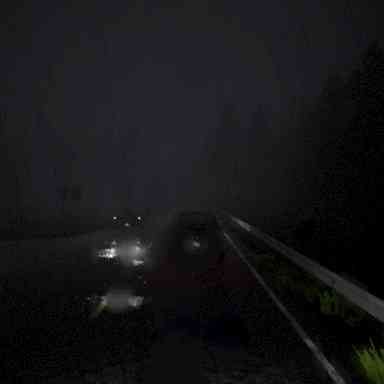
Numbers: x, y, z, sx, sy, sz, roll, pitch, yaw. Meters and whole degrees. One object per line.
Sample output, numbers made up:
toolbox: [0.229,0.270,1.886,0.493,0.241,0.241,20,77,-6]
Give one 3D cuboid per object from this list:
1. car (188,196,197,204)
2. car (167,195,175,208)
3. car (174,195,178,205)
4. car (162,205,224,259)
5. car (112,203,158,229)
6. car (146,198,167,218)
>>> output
car: [0.097,1.504,64.544,1.882,1.535,5.008,0,0,0]
car: [-3.589,1.544,43.605,1.812,1.442,4.674,0,0,0]
car: [-3.502,1.356,59.004,2.128,1.511,4.902,0,0,0]
car: [0.113,1.469,12.607,1.882,1.535,5.008,1,0,0]
car: [-3.709,1.610,21.663,1.895,1.301,4.718,0,0,3]
car: [-3.597,1.539,30.751,1.812,1.442,4.674,0,0,0]
